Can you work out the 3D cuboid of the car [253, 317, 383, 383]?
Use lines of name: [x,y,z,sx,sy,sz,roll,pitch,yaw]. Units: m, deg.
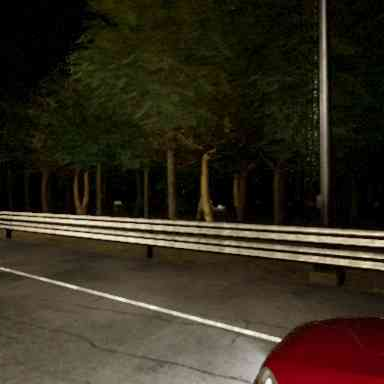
car: [2.490,1.555,2.209,4.181,1.385,1.994,-1,0,36]
